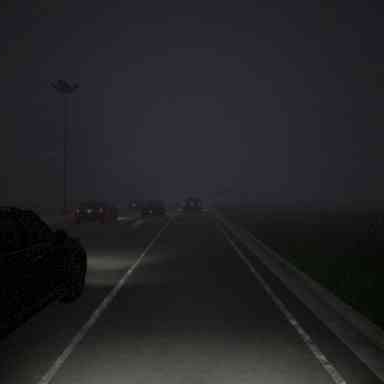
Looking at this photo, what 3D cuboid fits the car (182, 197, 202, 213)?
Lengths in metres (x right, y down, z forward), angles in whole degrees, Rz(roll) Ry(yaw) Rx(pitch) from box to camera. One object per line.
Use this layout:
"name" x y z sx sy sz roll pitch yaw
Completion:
"car" 0.008 1.325 36.145 2.097 1.767 4.553 0 0 0

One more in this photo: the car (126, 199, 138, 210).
"car" -6.892 1.533 41.347 1.994 1.385 4.181 0 0 0

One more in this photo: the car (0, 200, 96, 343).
"car" -3.400 1.218 5.046 2.150 2.045 5.566 0 0 0

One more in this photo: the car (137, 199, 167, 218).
"car" -3.393 1.455 30.107 1.882 1.535 5.008 0 0 0

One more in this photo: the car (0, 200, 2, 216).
"car" -18.511 1.457 28.290 1.882 1.535 5.008 0 0 0

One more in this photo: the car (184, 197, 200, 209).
"car" 0.011 1.458 45.259 2.128 1.511 4.902 0 0 0

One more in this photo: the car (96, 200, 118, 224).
"car" -6.895 1.334 24.440 2.097 1.767 4.553 0 0 0
